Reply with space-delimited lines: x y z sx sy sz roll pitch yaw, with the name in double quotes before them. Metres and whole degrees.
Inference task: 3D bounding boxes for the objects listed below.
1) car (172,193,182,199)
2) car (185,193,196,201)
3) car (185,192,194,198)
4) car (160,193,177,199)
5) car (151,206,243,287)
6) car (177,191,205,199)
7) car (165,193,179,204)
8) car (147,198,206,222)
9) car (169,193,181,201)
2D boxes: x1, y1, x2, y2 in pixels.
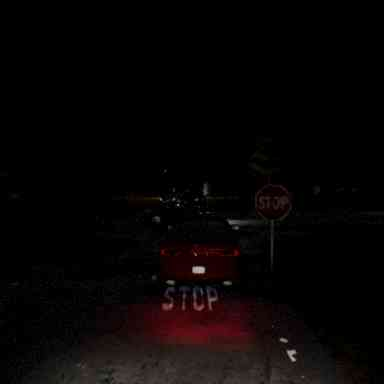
"car" -3.295 0.847 73.554 2.033 1.411 5.357 0 0 -1
"car" -0.354 0.975 63.644 1.994 1.385 4.181 0 0 -1
"car" -0.638 0.817 83.975 1.994 1.385 4.181 0 0 -1
"car" -3.090 0.931 43.777 2.097 1.767 4.553 0 1 -1
"car" 0.290 1.383 9.149 1.882 1.535 5.008 0 1 4
"car" 0.033 0.870 35.683 2.150 2.045 5.566 -1 1 -9
"car" -3.182 0.974 53.253 1.882 1.535 5.008 0 0 0
"car" -0.790 1.330 21.430 4.181 1.385 1.994 -1 1 0
"car" -3.229 0.979 63.147 1.994 1.385 4.181 0 0 0
